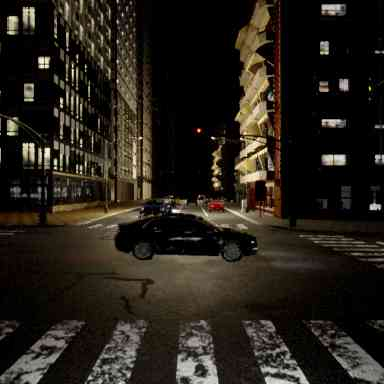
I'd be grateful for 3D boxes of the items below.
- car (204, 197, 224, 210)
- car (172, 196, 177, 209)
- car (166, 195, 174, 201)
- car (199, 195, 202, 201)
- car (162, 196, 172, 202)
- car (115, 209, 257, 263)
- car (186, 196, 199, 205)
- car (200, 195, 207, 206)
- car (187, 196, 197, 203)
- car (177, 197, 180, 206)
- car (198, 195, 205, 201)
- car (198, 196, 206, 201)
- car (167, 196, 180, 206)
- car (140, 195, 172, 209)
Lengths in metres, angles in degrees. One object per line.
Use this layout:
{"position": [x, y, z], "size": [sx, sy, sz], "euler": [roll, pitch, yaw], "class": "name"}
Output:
{"position": [2.679, 1.591, 37.241], "size": [1.802, 1.307, 4.206], "euler": [0, 0, 0], "class": "car"}
{"position": [-3.158, 1.501, 37.196], "size": [2.128, 1.511, 4.902], "euler": [0, 0, 0], "class": "car"}
{"position": [-5.843, 1.596, 89.683], "size": [1.887, 1.381, 4.507], "euler": [0, 0, 0], "class": "car"}
{"position": [2.597, 1.571, 55.806], "size": [2.008, 1.369, 4.403], "euler": [0, 0, 0], "class": "car"}
{"position": [-5.823, 1.589, 78.386], "size": [2.008, 1.369, 4.403], "euler": [0, 0, 0], "class": "car"}
{"position": [-0.191, 1.525, 11.619], "size": [4.892, 1.490, 1.837], "euler": [1, 0, -1], "class": "car"}
{"position": [-0.001, 1.527, 58.873], "size": [1.837, 1.490, 4.892], "euler": [0, 0, 0], "class": "car"}
{"position": [2.606, 1.567, 50.158], "size": [2.008, 1.369, 4.403], "euler": [0, 0, 0], "class": "car"}
{"position": [-0.033, 1.594, 70.302], "size": [1.994, 1.385, 4.181], "euler": [0, 0, 0], "class": "car"}
{"position": [-3.153, 1.615, 46.454], "size": [1.895, 1.301, 4.718], "euler": [0, 0, 0], "class": "car"}
{"position": [2.537, 1.491, 89.698], "size": [1.967, 1.590, 4.097], "euler": [0, 0, 0], "class": "car"}
{"position": [2.547, 1.626, 84.049], "size": [1.802, 1.307, 4.206], "euler": [0, 0, 0], "class": "car"}
{"position": [-3.097, 1.498, 56.726], "size": [1.882, 1.535, 5.008], "euler": [0, 0, 0], "class": "car"}
{"position": [-3.142, 1.357, 28.148], "size": [2.097, 1.767, 4.553], "euler": [0, 0, 0], "class": "car"}
